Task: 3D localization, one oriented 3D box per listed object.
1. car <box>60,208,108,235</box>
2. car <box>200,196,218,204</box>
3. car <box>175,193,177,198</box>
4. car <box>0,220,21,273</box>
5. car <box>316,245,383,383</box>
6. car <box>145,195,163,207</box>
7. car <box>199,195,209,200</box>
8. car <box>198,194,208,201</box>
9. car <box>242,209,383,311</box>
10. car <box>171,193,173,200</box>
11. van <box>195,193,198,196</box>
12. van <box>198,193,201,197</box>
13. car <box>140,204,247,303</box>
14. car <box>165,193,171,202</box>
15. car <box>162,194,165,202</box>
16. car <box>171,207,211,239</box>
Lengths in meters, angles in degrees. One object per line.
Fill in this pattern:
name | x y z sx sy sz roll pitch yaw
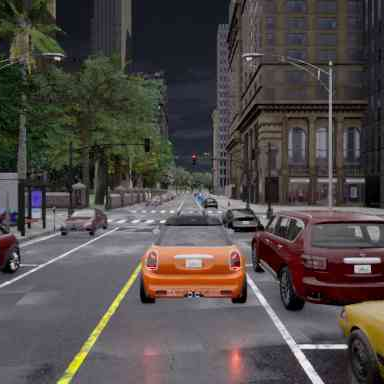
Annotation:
car | -5.862 1.580 18.538 1.802 1.307 4.206 0 0 0
car | 2.518 1.553 45.004 1.947 1.339 4.313 0 0 0
car | -6.276 1.250 93.759 2.192 1.841 5.009 0 0 0
car | -5.803 1.440 7.686 1.967 1.590 4.097 0 0 0
car | 2.752 1.525 2.462 1.752 1.417 4.829 0 0 0
car | -6.037 1.535 50.397 2.008 1.369 4.403 0 0 0
car | 2.488 1.549 50.424 1.947 1.339 4.313 0 0 0
car | 2.457 1.505 56.014 1.752 1.417 4.829 0 0 0
car | 2.722 1.315 7.717 2.192 1.841 5.009 0 0 0
car | -6.187 1.273 77.498 2.192 1.841 5.009 0 0 0
van | 2.309 1.292 82.945 1.690 1.788 3.998 0 0 0
van | 2.428 1.317 61.264 1.690 1.788 3.998 0 0 0
car | 0.031 1.352 8.337 2.097 1.767 4.553 0 0 0
car | -6.157 1.405 72.078 1.967 1.590 4.097 0 0 0
car | -6.068 1.420 55.817 1.967 1.590 4.097 0 0 0
car | -0.035 1.599 18.156 1.895 1.301 4.718 0 0 0
